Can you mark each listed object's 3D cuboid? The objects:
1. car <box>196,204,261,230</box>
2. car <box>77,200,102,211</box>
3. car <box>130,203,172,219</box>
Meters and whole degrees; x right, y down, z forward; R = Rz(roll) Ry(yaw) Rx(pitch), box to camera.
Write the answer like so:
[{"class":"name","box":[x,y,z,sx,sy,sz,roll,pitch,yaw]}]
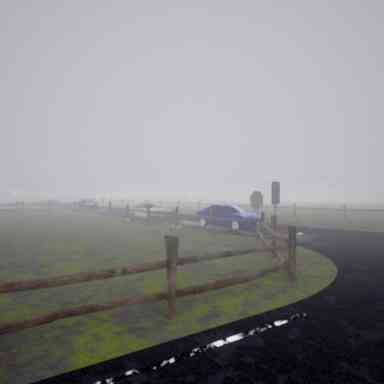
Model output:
[{"class":"car","box":[2.277,1.521,20.935,1.882,1.535,5.008,-1,0,-36]},{"class":"car","box":[-13.346,1.683,42.947,2.033,1.411,5.357,-1,0,-35]},{"class":"car","box":[-3.652,1.675,29.253,1.895,1.301,4.718,-1,0,-35]}]
